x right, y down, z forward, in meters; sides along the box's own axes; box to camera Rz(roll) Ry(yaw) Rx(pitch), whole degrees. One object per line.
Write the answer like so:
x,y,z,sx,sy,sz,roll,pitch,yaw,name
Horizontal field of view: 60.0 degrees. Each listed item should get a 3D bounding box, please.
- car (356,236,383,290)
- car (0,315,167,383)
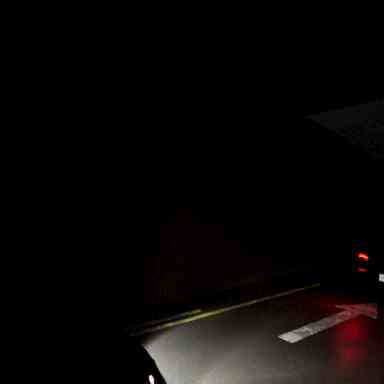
5.678,1.526,7.819,4.674,1.442,1.812,0,0,-35,car
-2.208,1.564,2.267,4.181,1.385,1.994,0,0,-35,car
